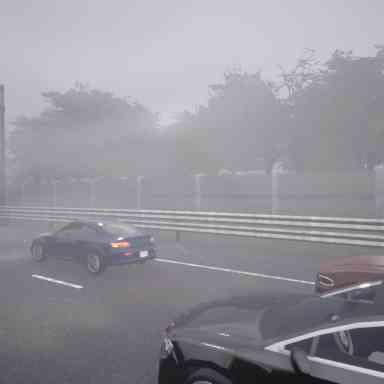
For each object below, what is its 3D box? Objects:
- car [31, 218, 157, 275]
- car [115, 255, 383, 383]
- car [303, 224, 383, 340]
[{"bbox_3d":[-3.176,1.538,10.460,4.674,1.442,1.812,0,0,36],"label":"car"},{"bbox_3d":[1.876,1.492,2.636,4.902,1.511,2.128,0,0,36],"label":"car"},{"bbox_3d":[4.505,1.478,5.070,5.008,1.535,1.882,0,0,35],"label":"car"}]
